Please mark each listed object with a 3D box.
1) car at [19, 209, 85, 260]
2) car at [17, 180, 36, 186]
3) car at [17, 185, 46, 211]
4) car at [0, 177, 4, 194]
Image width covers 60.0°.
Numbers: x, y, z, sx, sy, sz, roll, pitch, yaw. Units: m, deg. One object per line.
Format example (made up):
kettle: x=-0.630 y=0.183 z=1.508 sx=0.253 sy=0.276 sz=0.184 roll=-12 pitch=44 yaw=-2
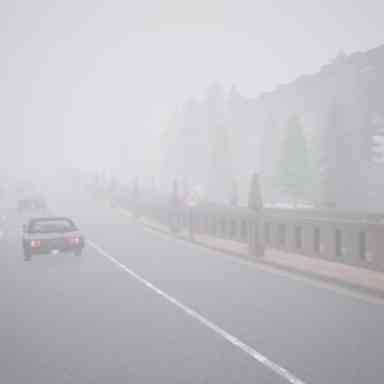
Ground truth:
car: x=-5.512 y=1.621 z=12.885 sx=1.895 sy=1.301 sz=4.718 roll=0 pitch=1 yaw=-28
car: x=-18.919 y=-0.678 z=38.113 sx=2.033 sy=1.411 sz=5.357 roll=0 pitch=7 yaw=-28
car: x=-12.883 y=0.636 z=26.780 sx=1.882 sy=1.535 sz=5.008 roll=0 pitch=6 yaw=-27
car: x=-21.979 y=-0.973 z=36.407 sx=2.150 sy=2.045 sz=5.566 roll=0 pitch=7 yaw=-28
